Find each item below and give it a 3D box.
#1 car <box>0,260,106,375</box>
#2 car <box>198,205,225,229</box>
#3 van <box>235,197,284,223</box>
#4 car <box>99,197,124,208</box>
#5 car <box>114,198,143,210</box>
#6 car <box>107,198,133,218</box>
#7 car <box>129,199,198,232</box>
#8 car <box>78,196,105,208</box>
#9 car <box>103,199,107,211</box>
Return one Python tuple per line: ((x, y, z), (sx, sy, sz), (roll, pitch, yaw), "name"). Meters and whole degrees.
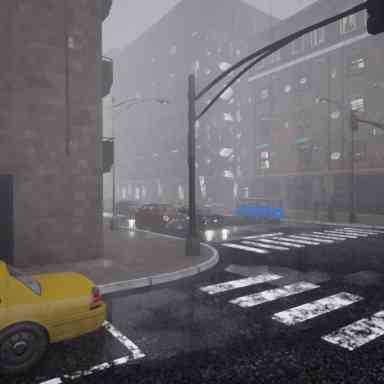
((-3.549, 1.525, 4.036), (4.829, 1.417, 1.752), (0, 0, -35), "car")
((0.244, 1.548, 21.597), (1.994, 1.385, 4.181), (-1, 0, -36), "car")
((4.979, 1.284, 24.931), (1.690, 1.788, 3.998), (0, 0, -36), "van")
((-11.619, 1.466, 47.862), (1.887, 1.381, 4.507), (-1, 0, -36), "car")
((-8.300, 1.466, 43.276), (1.887, 1.381, 4.507), (-1, 0, -36), "car")
((-5.593, 1.496, 29.662), (1.812, 1.442, 4.674), (-1, 0, -36), "car")
((-1.820, 1.442, 20.033), (1.967, 1.590, 4.097), (0, 0, -36), "car")
((-14.263, 1.432, 47.007), (2.128, 1.511, 4.902), (-1, 0, -36), "car")
((-11.534, 1.455, 37.885), (2.128, 1.511, 4.902), (-1, 0, -36), "car")
